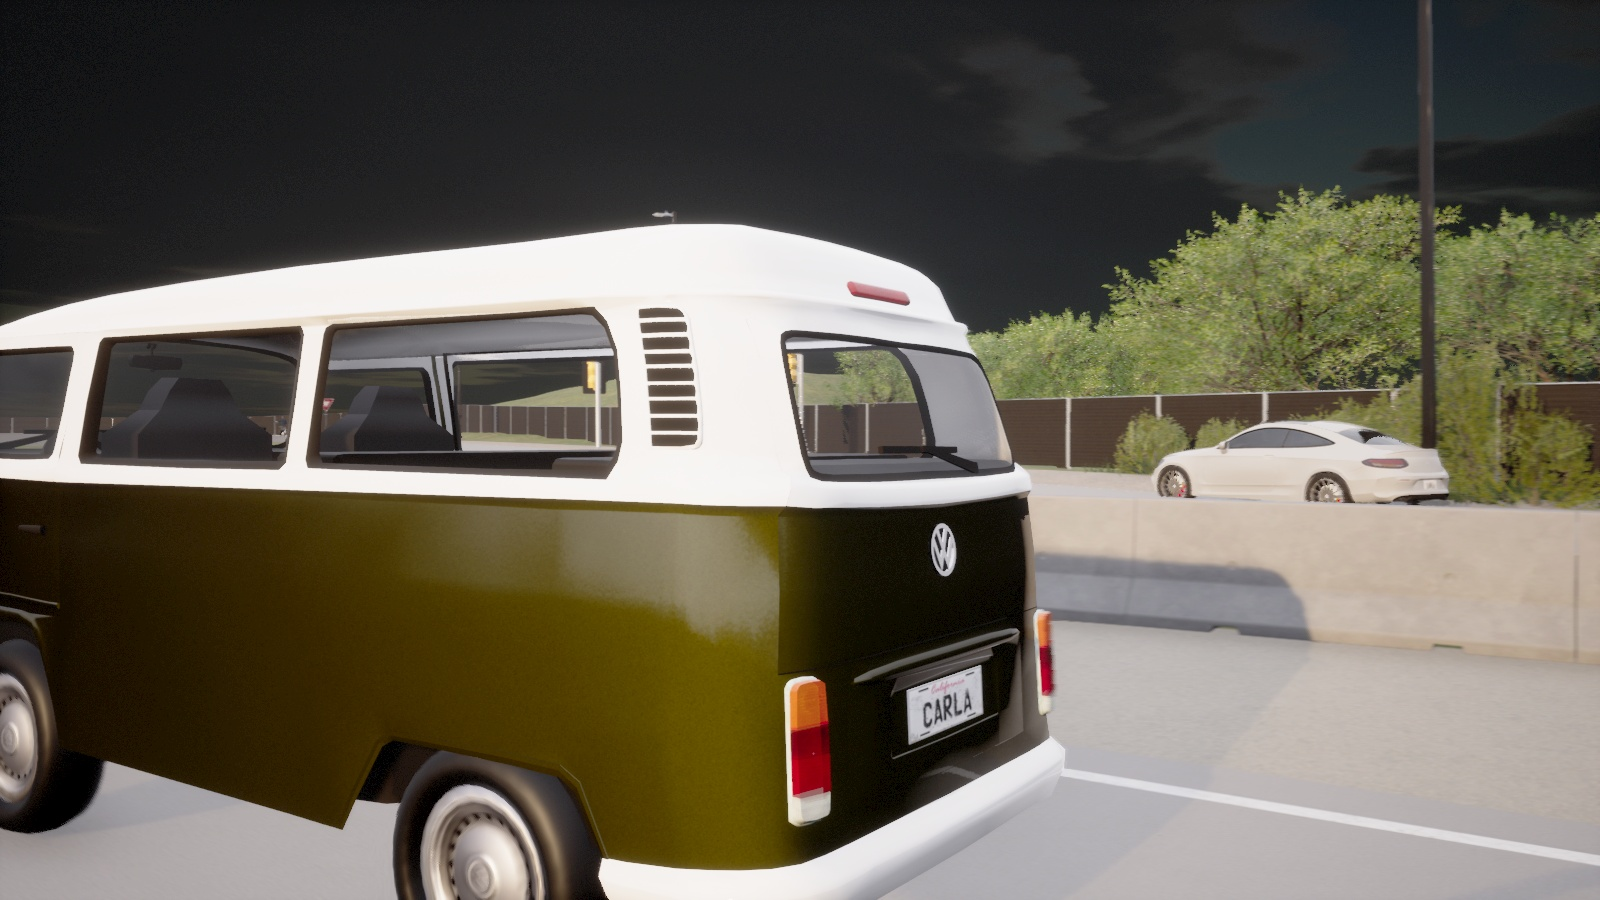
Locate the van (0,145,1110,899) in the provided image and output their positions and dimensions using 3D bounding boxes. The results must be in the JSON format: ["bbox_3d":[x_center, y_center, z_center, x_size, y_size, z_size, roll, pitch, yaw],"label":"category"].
[{"bbox_3d":[-1.412,0.407,4.557,4.480,2.038,2.069,0,1,34],"label":"van"}]

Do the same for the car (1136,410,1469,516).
[{"bbox_3d":[7.673,0.120,19.664,1.812,1.442,4.674,-2,2,-32],"label":"car"}]
